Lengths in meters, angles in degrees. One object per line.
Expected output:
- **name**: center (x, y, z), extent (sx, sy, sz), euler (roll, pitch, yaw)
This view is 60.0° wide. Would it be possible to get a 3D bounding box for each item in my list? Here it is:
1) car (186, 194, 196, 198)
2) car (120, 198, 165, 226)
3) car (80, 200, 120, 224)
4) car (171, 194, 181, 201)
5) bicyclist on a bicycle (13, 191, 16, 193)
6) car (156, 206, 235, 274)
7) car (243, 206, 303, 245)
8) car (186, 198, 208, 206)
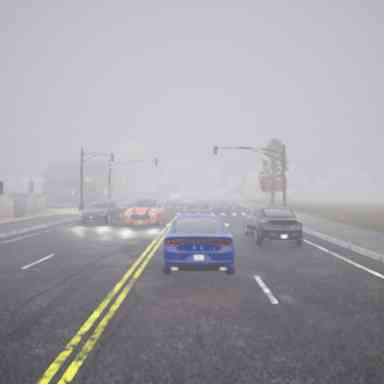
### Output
- **car**: center (-0.246, 1.138, 73.492), extent (2.128, 1.511, 4.902), euler (0, 0, 4)
- **car**: center (-3.015, 1.211, 21.953), extent (2.097, 1.767, 4.553), euler (0, 0, 2)
- **car**: center (-6.226, 1.361, 23.167), extent (1.837, 1.490, 4.892), euler (0, 0, 2)
- **car**: center (-3.481, 1.141, 73.795), extent (1.812, 1.442, 4.674), euler (0, 0, 4)
- **bicyclist on a bicycle**: center (-23.976, 0.717, 45.009), extent (0.582, 1.620, 1.656), euler (1, 0, 16)
- **car**: center (0.183, 1.409, 10.323), extent (1.882, 1.535, 5.008), euler (0, 0, 0)
- **car**: center (3.502, 1.405, 14.901), extent (1.837, 1.490, 4.892), euler (0, 0, 1)
- **car**: center (0.410, 1.402, 22.726), extent (2.033, 1.411, 5.357), euler (0, 0, 1)
